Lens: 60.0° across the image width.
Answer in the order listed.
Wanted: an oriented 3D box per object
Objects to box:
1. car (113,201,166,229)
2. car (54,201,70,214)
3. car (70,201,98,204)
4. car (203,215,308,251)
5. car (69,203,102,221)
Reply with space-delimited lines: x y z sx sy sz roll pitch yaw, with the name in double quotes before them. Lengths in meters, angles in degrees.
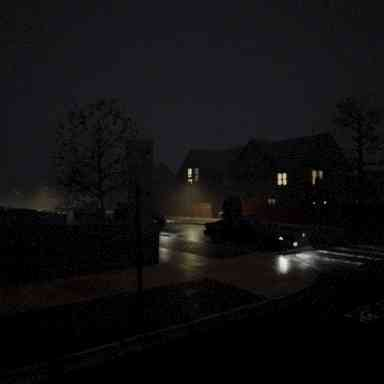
"car" -4.133 1.738 25.205 2.150 2.045 5.566 -1 0 -36
"car" -19.933 2.435 52.171 2.150 2.045 5.566 -1 -1 -36
"car" -13.742 2.183 43.594 2.150 2.045 5.566 -1 -1 -35
"car" 2.674 1.789 15.662 2.033 1.411 5.357 -1 -1 -35
"car" -10.898 2.273 34.674 1.882 1.535 5.008 -1 -1 -36
